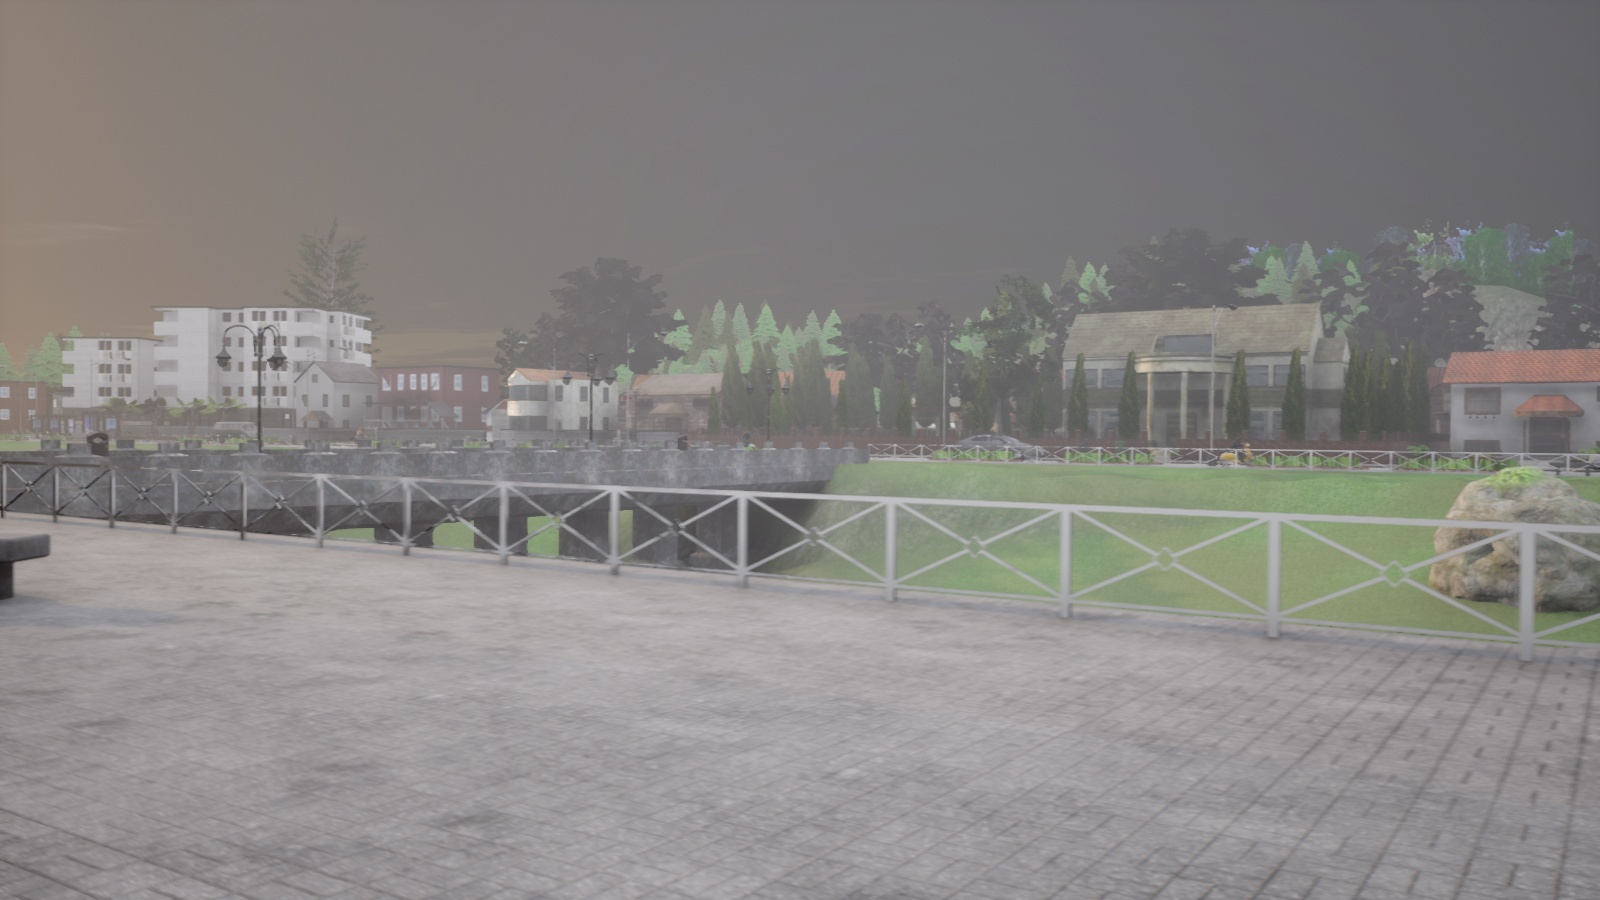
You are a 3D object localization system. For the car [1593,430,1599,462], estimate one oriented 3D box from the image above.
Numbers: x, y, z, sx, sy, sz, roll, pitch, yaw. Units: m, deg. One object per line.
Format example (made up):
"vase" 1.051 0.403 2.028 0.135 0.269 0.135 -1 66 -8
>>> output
"car" 34.658 -0.170 50.425 4.718 1.301 1.895 0 1 34

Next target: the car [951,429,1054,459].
"car" 10.676 -0.315 66.362 4.902 1.511 2.128 0 1 34

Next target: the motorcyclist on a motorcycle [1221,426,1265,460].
"motorcyclist on a motorcycle" 20.981 -0.318 59.513 1.817 1.590 0.866 0 1 34
